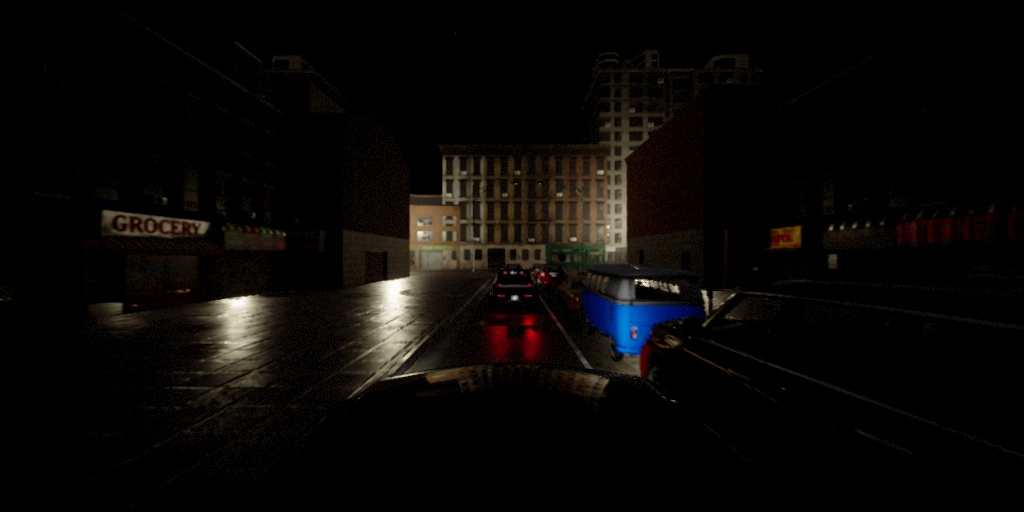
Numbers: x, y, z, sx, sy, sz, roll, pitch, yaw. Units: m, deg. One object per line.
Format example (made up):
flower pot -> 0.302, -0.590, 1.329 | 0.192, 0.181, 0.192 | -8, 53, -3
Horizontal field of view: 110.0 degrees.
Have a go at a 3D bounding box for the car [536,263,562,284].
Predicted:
car -> 2.640, 1.234, 24.459 | 1.967, 1.591, 4.097 | 0, 0, 0

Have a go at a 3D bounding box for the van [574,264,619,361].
van -> 2.638, 1.103, 8.032 | 1.690, 1.789, 3.998 | 0, 0, 0

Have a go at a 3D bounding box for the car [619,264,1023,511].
car -> 2.637, 1.066, 2.556 | 2.192, 1.841, 5.009 | 0, 0, 0

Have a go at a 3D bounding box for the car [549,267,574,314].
car -> 2.639, 1.298, 13.678 | 1.751, 1.417, 4.829 | 0, 0, 0

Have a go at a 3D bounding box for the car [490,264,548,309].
car -> 0.102, 1.268, 15.060 | 2.128, 1.511, 4.902 | 0, 0, 0
